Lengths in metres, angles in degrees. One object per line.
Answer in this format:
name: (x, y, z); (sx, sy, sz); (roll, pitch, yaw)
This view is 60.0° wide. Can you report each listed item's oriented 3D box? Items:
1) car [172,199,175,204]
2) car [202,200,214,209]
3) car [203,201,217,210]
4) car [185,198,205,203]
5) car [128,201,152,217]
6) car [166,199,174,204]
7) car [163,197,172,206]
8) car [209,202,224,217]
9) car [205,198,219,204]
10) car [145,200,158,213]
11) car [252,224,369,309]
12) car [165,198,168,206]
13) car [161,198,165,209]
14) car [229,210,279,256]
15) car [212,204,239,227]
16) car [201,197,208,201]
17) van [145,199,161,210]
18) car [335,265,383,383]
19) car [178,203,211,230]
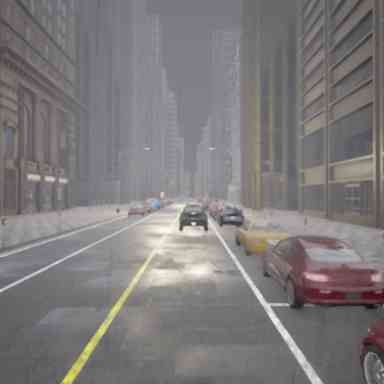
car: (-5.758, 2.071, 75.185); (2.192, 1.841, 5.009); (0, -1, 0)
car: (2.767, 2.134, 58.345); (2.008, 1.369, 4.403); (0, -1, 0)
car: (2.766, 2.092, 52.726); (1.947, 1.339, 4.313); (0, -1, 0)
car: (0.103, 1.901, 41.263); (2.128, 1.511, 4.902); (0, -1, 0)
car: (-5.760, 1.938, 35.856); (1.802, 1.307, 4.206); (0, -1, 0)
car: (-5.757, 2.418, 86.419); (1.887, 1.381, 4.507); (0, -1, 0)
car: (-5.758, 2.280, 69.564); (1.802, 1.307, 4.206); (0, -1, 0)
car: (2.765, 1.844, 30.252); (1.887, 1.381, 4.507); (0, -1, 0)
car: (2.765, 1.796, 35.872); (1.967, 1.590, 4.097); (0, -1, 0)
car: (-5.759, 1.978, 41.474); (1.947, 1.339, 4.313); (0, -1, 0)
car: (2.764, 1.658, 7.778); (1.802, 1.307, 4.206); (0, -1, 0)
car: (-5.758, 2.149, 58.328); (1.947, 1.339, 4.313); (0, -1, 0)
car: (-5.759, 2.071, 52.710); (1.887, 1.381, 4.507); (0, -1, 0)
car: (2.764, 1.657, 13.567); (1.752, 1.417, 4.829); (0, -1, 0)
car: (2.765, 1.809, 24.634); (1.947, 1.339, 4.313); (0, -1, 0)
car: (2.766, 1.784, 47.110); (2.192, 1.841, 5.009); (0, -1, 0)
van: (-5.759, 1.810, 47.094); (1.690, 1.788, 3.998); (0, -1, 0)
car: (2.763, 1.604, 2.160); (1.802, 1.307, 4.206); (0, -1, 0)
car: (0.103, 1.730, 22.919); (1.837, 1.490, 4.892); (0, -1, 0)
